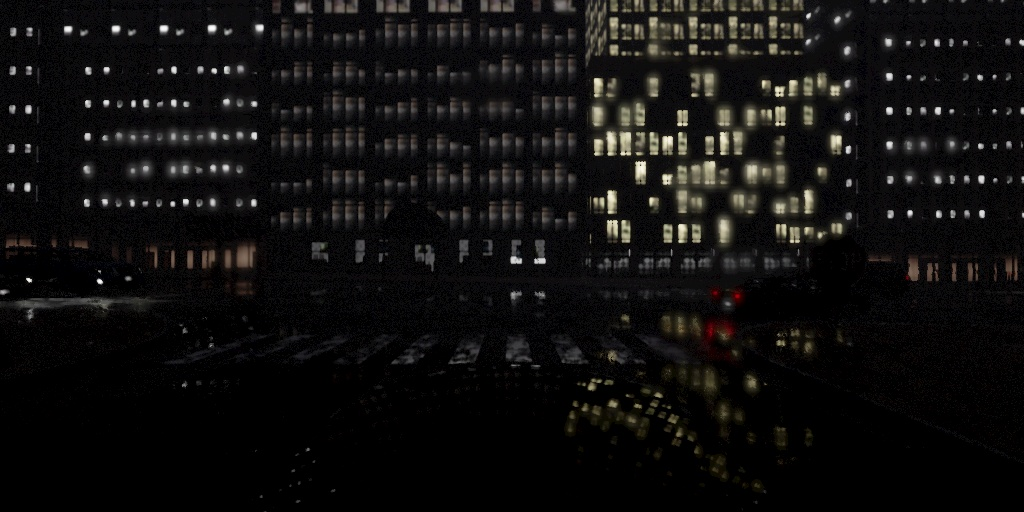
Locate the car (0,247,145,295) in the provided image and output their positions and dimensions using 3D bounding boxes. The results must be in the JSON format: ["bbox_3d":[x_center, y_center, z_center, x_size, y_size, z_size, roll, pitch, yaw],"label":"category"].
[{"bbox_3d":[-20.398,0.640,16.509,5.566,2.045,2.150,1,-1,1],"label":"car"}]

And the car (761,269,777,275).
[{"bbox_3d":[17.152,1.580,22.828,4.902,1.511,2.128,1,-1,1],"label":"car"}]

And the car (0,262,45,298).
[{"bbox_3d":[-20.943,0.980,13.259,4.718,1.301,1.895,1,-1,1],"label":"car"}]

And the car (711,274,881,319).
[{"bbox_3d":[10.103,1.485,13.111,4.718,1.301,1.895,1,-1,-1],"label":"car"}]

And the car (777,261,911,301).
[{"bbox_3d":[18.200,1.296,19.570,5.566,2.045,2.150,1,-1,1],"label":"car"}]
